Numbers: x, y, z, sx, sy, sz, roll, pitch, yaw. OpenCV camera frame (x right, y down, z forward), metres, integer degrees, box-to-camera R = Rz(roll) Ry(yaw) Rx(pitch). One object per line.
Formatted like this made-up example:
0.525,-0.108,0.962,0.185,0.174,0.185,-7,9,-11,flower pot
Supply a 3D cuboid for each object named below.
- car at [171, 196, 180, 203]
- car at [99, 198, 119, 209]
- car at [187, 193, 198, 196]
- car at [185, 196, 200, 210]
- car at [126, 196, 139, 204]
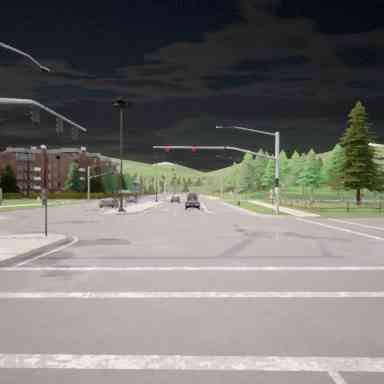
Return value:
-3.412,1.491,68.922,2.128,1.511,4.902,0,0,0,car
-11.521,1.525,46.152,1.812,1.442,4.674,0,0,0,car
0.088,1.221,68.949,2.150,2.045,5.566,0,0,0,car
0.055,1.601,43.513,1.895,1.301,4.718,0,0,0,car
-11.419,1.571,63.698,1.812,1.442,4.674,0,0,0,car
